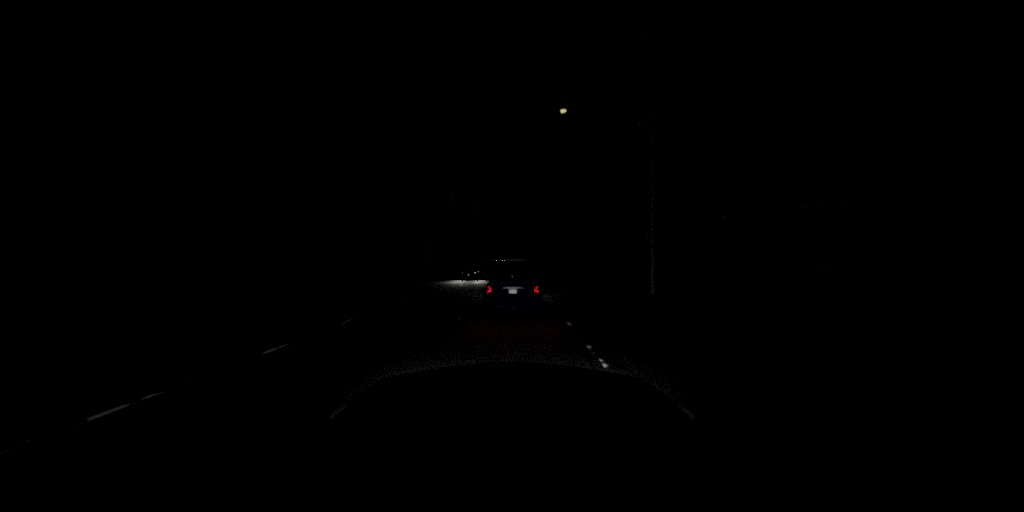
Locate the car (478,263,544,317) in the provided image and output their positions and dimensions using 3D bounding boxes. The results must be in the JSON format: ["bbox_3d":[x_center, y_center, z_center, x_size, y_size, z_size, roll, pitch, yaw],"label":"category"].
[{"bbox_3d":[0.049,1.196,13.946,2.097,1.767,4.553,0,0,0],"label":"car"}]

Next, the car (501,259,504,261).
[{"bbox_3d":[0.054,1.292,28.961,2.128,1.511,4.902,0,1,0],"label":"car"}]

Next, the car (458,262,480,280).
[{"bbox_3d":[-3.533,1.282,31.742,1.837,1.490,4.892,0,0,1],"label":"car"}]
